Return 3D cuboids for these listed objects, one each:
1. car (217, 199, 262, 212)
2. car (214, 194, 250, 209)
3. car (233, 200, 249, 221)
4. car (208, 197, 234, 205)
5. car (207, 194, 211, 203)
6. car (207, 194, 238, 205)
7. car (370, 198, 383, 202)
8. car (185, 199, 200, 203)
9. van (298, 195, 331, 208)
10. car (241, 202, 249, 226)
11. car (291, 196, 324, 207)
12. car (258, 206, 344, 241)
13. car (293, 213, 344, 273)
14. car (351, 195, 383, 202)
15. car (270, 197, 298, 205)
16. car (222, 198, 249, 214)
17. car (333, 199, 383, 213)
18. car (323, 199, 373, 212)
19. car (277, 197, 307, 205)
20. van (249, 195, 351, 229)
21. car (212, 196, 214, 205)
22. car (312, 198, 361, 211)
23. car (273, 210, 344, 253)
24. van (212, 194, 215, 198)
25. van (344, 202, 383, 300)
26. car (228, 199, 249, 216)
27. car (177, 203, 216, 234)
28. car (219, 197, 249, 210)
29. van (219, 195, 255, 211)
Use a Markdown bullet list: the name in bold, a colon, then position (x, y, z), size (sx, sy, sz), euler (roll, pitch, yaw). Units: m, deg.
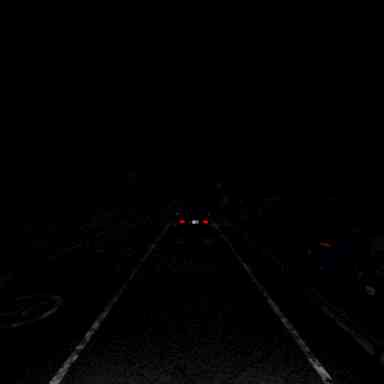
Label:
- **car**: position (5.610, 1.575, 39.842), size (5.008, 1.535, 2.097), euler (0, 0, 0)
- **car**: position (5.647, 1.310, 37.039), size (5.566, 2.045, 2.435), euler (0, 0, 0)
- **car**: position (5.820, 1.510, 23.025), size (5.366, 1.575, 1.946), euler (0, 0, 0)
- **car**: position (5.607, 1.741, 65.067), size (4.892, 1.521, 2.231), euler (0, -1, 0)
- **car**: position (5.636, 1.395, 53.858), size (5.566, 2.045, 2.435), euler (0, 0, 0)
- **car**: position (5.640, 1.460, 62.268), size (5.566, 2.045, 2.435), euler (0, -1, 0)
- **car**: position (18.702, 1.529, 28.832), size (5.008, 1.535, 2.097), euler (0, 0, 0)
- **car**: position (0.110, 1.611, 42.178), size (2.128, 1.511, 4.902), euler (0, 0, 0)
- **van**: position (18.803, 1.404, 51.117), size (4.442, 1.987, 1.878), euler (0, 0, 0)
- **car**: position (5.667, 1.538, 20.222), size (4.792, 1.488, 2.163), euler (0, 0, 0)
- **car**: position (18.656, 1.521, 53.896), size (4.553, 1.767, 2.185), euler (0, 0, 0)
- **car**: position (5.615, 1.529, 14.615), size (4.792, 1.488, 2.163), euler (0, 0, 0)
- **car**: position (5.645, 1.490, 9.009), size (5.008, 1.535, 2.097), euler (0, 0, 0)
- **car**: position (18.676, 1.287, 31.620), size (5.566, 2.045, 2.435), euler (0, 0, 0)
- **car**: position (18.690, 1.771, 67.819), size (5.008, 1.535, 2.097), euler (0, -1, 0)
- **car**: position (5.596, 1.566, 31.433), size (4.792, 1.488, 2.163), euler (0, 0, 0)
- **car**: position (18.669, 1.593, 37.187), size (4.792, 1.488, 2.163), euler (0, 0, 0)
- **car**: position (18.689, 1.577, 39.972), size (5.008, 1.535, 2.097), euler (0, 0, 0)
- **car**: position (18.696, 1.711, 62.251), size (5.008, 1.535, 2.097), euler (0, -1, 0)
- **van**: position (5.524, 1.278, 17.419), size (4.442, 1.987, 1.878), euler (0, 0, 0)
- **car**: position (5.604, 1.603, 45.448), size (4.892, 1.521, 2.231), euler (0, 0, 0)
- **car**: position (18.507, 1.587, 42.758), size (5.366, 1.575, 1.946), euler (0, 0, 0)
- **car**: position (5.618, 1.525, 11.812), size (4.792, 1.488, 2.163), euler (0, 0, 0)
- **van**: position (5.492, 1.390, 48.253), size (4.442, 1.987, 1.878), euler (0, 0, 0)
- **van**: position (5.537, 1.260, 6.206), size (4.442, 1.987, 1.878), euler (0, 0, 0)
- **car**: position (5.626, 1.519, 25.825), size (5.008, 1.535, 2.097), euler (0, 0, 0)
- **car**: position (0.105, 1.583, 19.407), size (2.033, 1.411, 5.357), euler (0, 0, 0)
- **car**: position (5.617, 1.549, 34.231), size (4.892, 1.521, 2.231), euler (0, 0, 0)
- **van**: position (5.729, 1.363, 42.646), size (4.442, 1.987, 1.878), euler (0, 0, 0)
